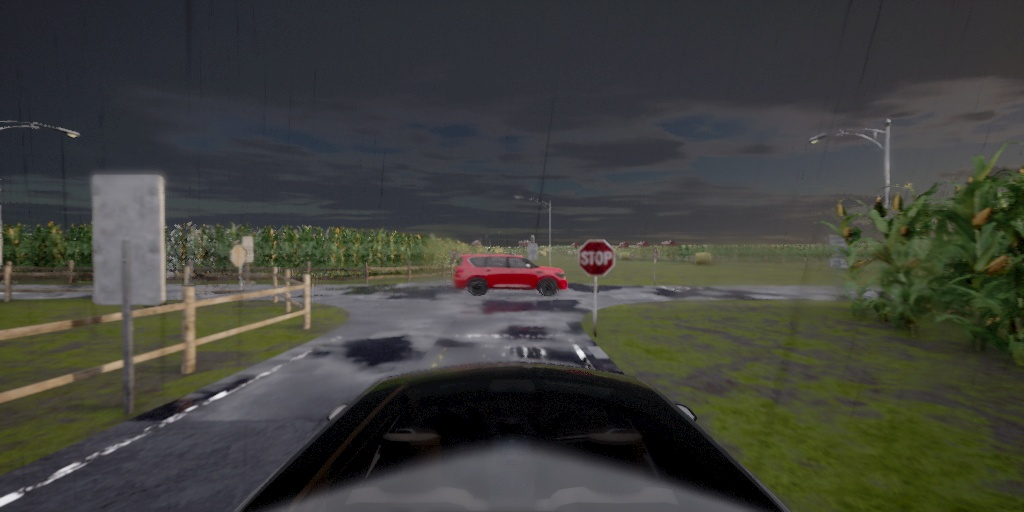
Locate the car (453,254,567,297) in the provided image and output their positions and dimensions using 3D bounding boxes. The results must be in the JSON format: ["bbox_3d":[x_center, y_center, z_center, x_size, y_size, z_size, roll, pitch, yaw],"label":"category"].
[{"bbox_3d":[-0.101,0.914,17.789,5.566,2.045,2.150,0,1,-1],"label":"car"}]
